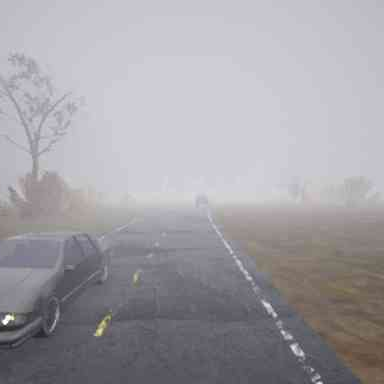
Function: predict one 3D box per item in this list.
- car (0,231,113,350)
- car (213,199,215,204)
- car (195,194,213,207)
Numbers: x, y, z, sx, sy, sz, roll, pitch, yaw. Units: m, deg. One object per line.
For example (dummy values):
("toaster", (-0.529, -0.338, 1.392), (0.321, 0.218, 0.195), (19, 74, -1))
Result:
("car", (-3.064, 1.566, 6.856), (2.033, 1.411, 5.357), (0, 0, 0))
("car", (3.356, 1.756, 64.847), (1.895, 1.301, 4.718), (0, 0, 10))
("car", (1.808, 1.356, 54.219), (2.150, 2.045, 5.566), (0, 0, 8))
